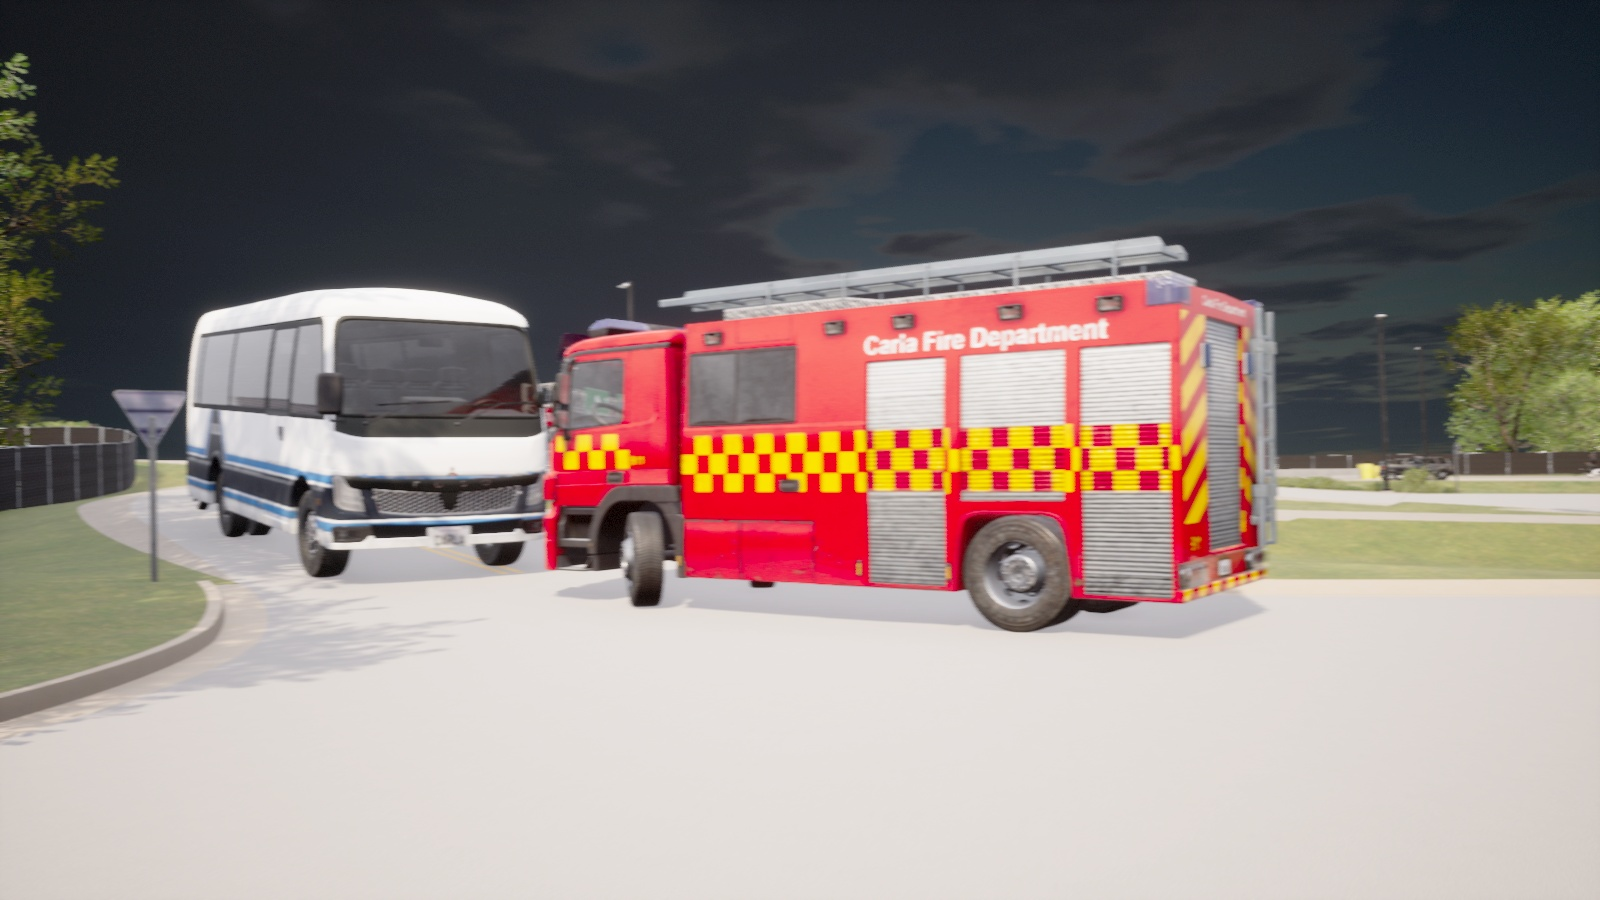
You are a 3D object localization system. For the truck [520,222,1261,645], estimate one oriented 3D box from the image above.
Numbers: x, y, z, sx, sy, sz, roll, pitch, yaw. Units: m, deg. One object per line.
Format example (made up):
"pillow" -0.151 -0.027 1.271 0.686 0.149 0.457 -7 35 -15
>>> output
"truck" 0.695 -0.059 14.987 8.468 3.827 2.891 -2 -1 35

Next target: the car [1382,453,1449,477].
"car" 41.877 1.029 85.479 3.705 1.549 1.789 -1 -2 12

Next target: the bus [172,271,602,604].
"bus" -7.514 -0.383 21.297 3.944 4.253 10.273 -1 3 -36
